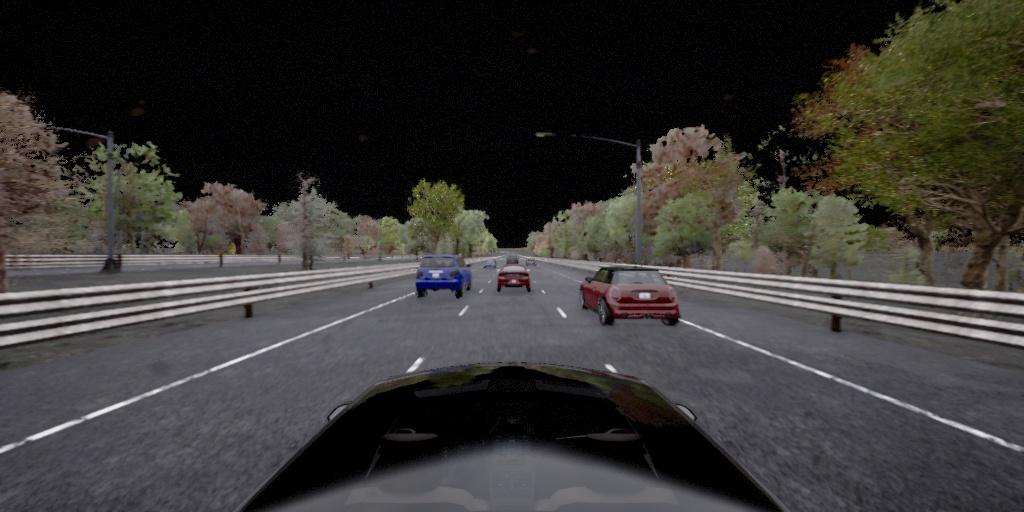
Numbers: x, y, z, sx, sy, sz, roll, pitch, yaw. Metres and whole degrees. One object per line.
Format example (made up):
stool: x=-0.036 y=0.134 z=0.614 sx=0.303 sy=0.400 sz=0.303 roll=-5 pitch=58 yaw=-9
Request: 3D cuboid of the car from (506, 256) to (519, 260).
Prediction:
car: x=0.102 y=0.929 z=64.723 sx=2.150 sy=2.045 sz=5.566 roll=0 pitch=0 yaw=0

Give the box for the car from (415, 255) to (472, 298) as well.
car: x=-3.402 y=0.963 z=18.705 sx=2.150 sy=2.045 sz=5.566 roll=0 pitch=0 yaw=0

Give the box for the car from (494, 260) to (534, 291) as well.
car: x=0.098 y=1.218 z=21.900 sx=1.882 sy=1.535 sz=5.008 roll=0 pitch=0 yaw=0

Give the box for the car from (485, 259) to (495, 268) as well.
car: x=-3.402 y=1.262 z=58.228 sx=2.033 sy=1.411 sz=5.357 roll=0 pitch=0 yaw=0

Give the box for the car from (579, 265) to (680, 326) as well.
car: x=3.598 y=1.098 z=11.844 sx=2.097 sy=1.767 sz=4.553 roll=0 pitch=0 yaw=0
